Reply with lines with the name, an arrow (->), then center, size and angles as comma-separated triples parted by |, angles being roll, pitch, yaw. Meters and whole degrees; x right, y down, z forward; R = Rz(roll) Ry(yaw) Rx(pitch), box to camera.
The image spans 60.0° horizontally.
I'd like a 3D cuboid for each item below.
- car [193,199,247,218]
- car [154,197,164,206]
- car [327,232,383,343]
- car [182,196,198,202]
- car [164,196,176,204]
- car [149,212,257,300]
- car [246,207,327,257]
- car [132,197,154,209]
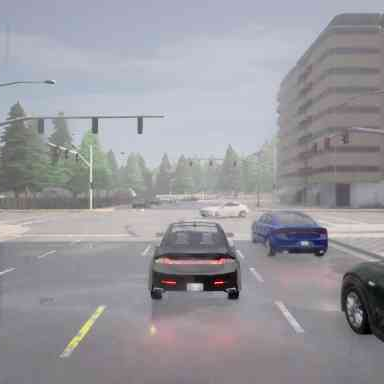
car -> 2.786, 1.541, 28.826 | 4.674, 1.442, 1.812 | 0, -1, -29
car -> -6.445, 1.564, 55.963 | 1.994, 1.385, 4.181 | 0, 0, 5
car -> 3.601, 1.352, 3.883 | 2.097, 1.767, 4.553 | 0, 0, 0
car -> -0.360, 1.524, 74.592 | 1.812, 1.442, 4.674 | 0, 0, 31
car -> -4.506, 1.525, 65.455 | 1.812, 1.442, 4.674 | 0, 0, 18
car -> 0.068, 1.491, 8.389 | 2.128, 1.511, 4.902 | 0, 0, 0
car -> 3.588, 1.478, 13.034 | 1.882, 1.535, 5.008 | 0, 0, 0
car -> -7.021, 1.547, 46.592 | 2.033, 1.411, 5.357 | 0, 0, 1
